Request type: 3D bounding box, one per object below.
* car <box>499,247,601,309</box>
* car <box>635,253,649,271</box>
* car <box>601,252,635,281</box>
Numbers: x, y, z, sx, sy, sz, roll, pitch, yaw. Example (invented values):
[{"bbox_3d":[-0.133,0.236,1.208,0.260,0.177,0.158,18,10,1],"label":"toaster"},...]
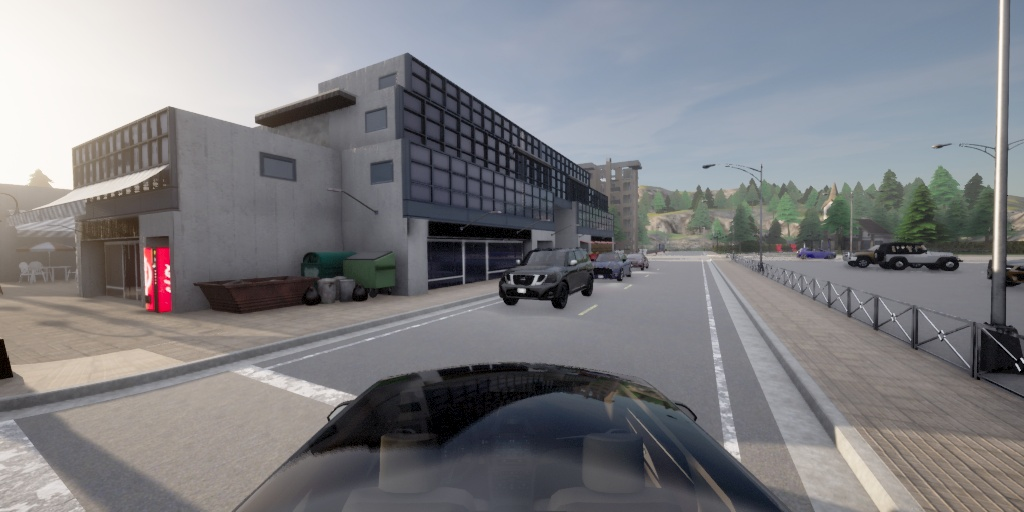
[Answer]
[{"bbox_3d":[1.589,0.690,13.947,2.150,2.045,5.566,0,1,28],"label":"car"},{"bbox_3d":[10.922,0.454,31.713,1.812,1.442,4.674,0,2,28],"label":"car"},{"bbox_3d":[6.161,0.555,22.656,2.097,1.767,4.553,0,2,28],"label":"car"}]
